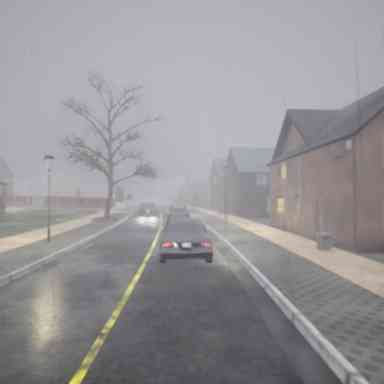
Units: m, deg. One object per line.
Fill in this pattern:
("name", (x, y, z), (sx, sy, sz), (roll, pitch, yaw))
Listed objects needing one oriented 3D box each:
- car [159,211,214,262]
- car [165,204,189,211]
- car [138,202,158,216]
("car", (-0.253, 1.682, 12.612), (2.033, 1.411, 5.357), (0, -1, -2))
("car", (-1.236, 1.795, 28.608), (2.128, 1.511, 4.902), (0, 0, -4))
("car", (-4.894, 1.883, 37.371), (2.128, 1.511, 4.902), (0, -1, -6))
